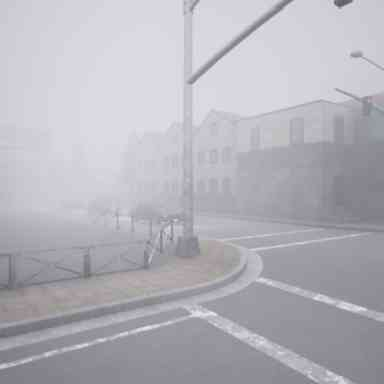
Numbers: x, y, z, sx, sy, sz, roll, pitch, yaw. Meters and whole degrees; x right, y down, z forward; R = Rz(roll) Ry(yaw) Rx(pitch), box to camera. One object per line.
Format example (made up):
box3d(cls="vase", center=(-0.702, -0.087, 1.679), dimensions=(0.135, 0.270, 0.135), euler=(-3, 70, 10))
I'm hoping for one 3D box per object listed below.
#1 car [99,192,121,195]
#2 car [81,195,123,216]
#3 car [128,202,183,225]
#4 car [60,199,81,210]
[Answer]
box3d(cls="car", center=(-10.215, 1.066, 40.121), dimensions=(2.150, 2.045, 5.566), euler=(0, 0, -35))
box3d(cls="car", center=(-8.278, 1.331, 31.008), dimensions=(2.128, 1.511, 4.902), euler=(0, 0, -35))
box3d(cls="car", center=(-2.534, 1.387, 22.889), dimensions=(2.033, 1.411, 5.357), euler=(0, 0, -35))
box3d(cls="car", center=(-14.098, 1.440, 39.281), dimensions=(1.895, 1.301, 4.718), euler=(0, 0, -35))
